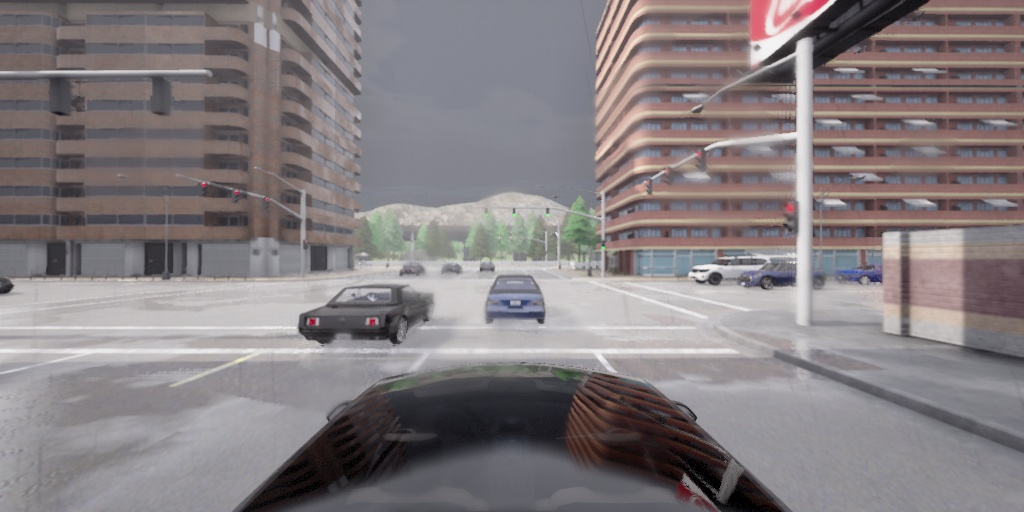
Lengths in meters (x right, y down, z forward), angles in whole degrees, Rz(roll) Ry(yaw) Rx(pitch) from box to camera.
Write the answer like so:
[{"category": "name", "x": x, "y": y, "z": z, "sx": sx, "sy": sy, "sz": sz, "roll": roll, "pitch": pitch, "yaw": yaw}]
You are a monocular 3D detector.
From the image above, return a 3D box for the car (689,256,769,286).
[{"category": "car", "x": 15.924, "y": 1.048, "z": 26.049, "sx": 5.566, "sy": 2.045, "sz": 2.150, "roll": 0, "pitch": 0, "yaw": 0}]

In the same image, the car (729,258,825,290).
[{"category": "car", "x": 16.756, "y": 1.167, "z": 22.552, "sx": 4.553, "sy": 1.767, "sz": 2.097, "roll": 0, "pitch": 0, "yaw": 0}]

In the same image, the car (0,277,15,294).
[{"category": "car", "x": -29.104, "y": 1.328, "z": 18.627, "sx": 4.674, "sy": 1.442, "sz": 1.812, "roll": 0, "pitch": 0, "yaw": -1}]

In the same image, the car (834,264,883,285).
[{"category": "car", "x": 26.378, "y": 1.304, "z": 26.102, "sx": 5.008, "sy": 1.535, "sz": 1.882, "roll": 0, "pitch": 0, "yaw": 0}]

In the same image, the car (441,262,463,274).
[{"category": "car", "x": -7.046, "y": 1.440, "z": 42.266, "sx": 1.994, "sy": 1.385, "sz": 4.181, "roll": 0, "pitch": 0, "yaw": 1}]

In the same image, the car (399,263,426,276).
[{"category": "car", "x": -10.566, "y": 1.428, "z": 38.453, "sx": 1.994, "sy": 1.385, "sz": 4.181, "roll": 0, "pitch": 0, "yaw": 1}]

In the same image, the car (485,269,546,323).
[{"category": "car", "x": 0.097, "y": 1.330, "z": 12.250, "sx": 2.033, "sy": 1.411, "sz": 5.357, "roll": 0, "pitch": 0, "yaw": 0}]

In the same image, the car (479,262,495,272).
[{"category": "car", "x": -3.405, "y": 1.463, "z": 49.622, "sx": 1.994, "sy": 1.385, "sz": 4.181, "roll": 0, "pitch": 0, "yaw": 0}]

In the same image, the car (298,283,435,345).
[{"category": "car", "x": -3.408, "y": 1.375, "z": 9.516, "sx": 1.895, "sy": 1.301, "sz": 4.718, "roll": 0, "pitch": 0, "yaw": 0}]
